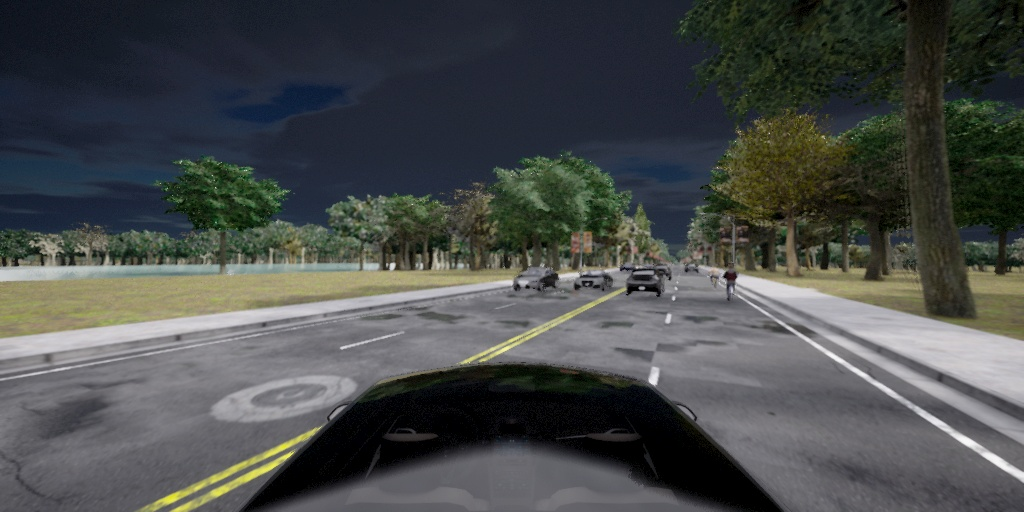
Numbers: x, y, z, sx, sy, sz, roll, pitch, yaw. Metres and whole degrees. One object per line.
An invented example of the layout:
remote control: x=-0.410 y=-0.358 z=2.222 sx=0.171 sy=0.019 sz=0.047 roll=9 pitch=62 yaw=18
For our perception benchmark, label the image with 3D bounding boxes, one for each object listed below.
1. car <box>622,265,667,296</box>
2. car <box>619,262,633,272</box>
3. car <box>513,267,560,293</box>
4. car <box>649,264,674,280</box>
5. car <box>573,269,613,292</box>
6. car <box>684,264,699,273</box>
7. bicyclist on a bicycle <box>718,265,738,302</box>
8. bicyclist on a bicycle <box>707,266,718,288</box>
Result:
car: x=8.034 y=1.506 z=21.469 sx=1.837 sy=1.490 sz=4.892 roll=0 pitch=-1 yaw=25
car: x=19.767 y=1.883 z=61.524 sx=2.097 sy=1.767 sz=4.553 roll=0 pitch=-1 yaw=26
car: x=1.696 y=1.522 z=23.736 sx=2.128 sy=1.511 sz=4.902 roll=0 pitch=-1 yaw=25
car: x=15.809 y=1.713 z=37.781 sx=1.837 sy=1.490 sz=4.892 roll=0 pitch=-1 yaw=25
car: x=5.588 y=1.602 z=24.347 sx=1.994 sy=1.385 sz=4.181 roll=0 pitch=-1 yaw=26
car: x=28.864 y=2.007 z=57.605 sx=1.812 sy=1.442 sz=4.674 roll=0 pitch=-1 yaw=26
bicyclist on a bicycle: x=10.523 y=1.318 z=17.292 sx=0.659 sy=1.776 sz=1.843 roll=0 pitch=0 yaw=25
bicyclist on a bicycle: x=14.502 y=1.490 z=25.681 sx=0.866 sy=1.612 sz=1.509 roll=0 pitch=-1 yaw=26
